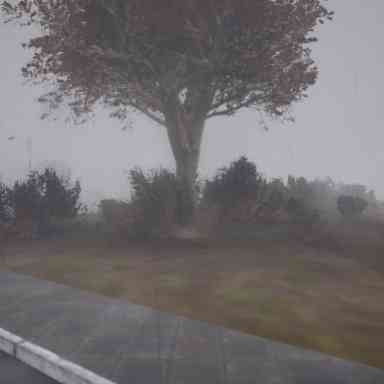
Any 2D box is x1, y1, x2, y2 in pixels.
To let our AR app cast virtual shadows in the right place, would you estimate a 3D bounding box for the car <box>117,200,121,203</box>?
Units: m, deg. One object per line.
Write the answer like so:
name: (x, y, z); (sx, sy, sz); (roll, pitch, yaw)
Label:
car: (-10.376, 1.759, 45.280); (1.812, 1.442, 4.674); (0, 0, 33)
